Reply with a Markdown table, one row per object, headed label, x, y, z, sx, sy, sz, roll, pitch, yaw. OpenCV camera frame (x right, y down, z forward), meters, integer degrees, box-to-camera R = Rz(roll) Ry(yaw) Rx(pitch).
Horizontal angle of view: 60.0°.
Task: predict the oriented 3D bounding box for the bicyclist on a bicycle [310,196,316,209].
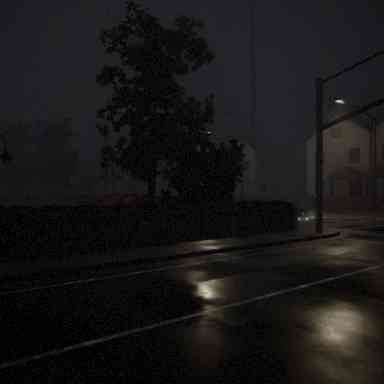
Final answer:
| label | x | y | z | sx | sy | sz | roll | pitch | yaw |
| --- | --- | --- | --- | --- | --- | --- | --- | --- | --- |
| bicyclist on a bicycle | 15.135 | 1.296 | 41.360 | 1.656 | 1.620 | 0.582 | 0 | 0 | -35 |

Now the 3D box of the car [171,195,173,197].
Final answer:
| label | x | y | z | sx | sy | sz | roll | pitch | yaw |
| --- | --- | --- | --- | --- | --- | --- | --- | --- | --- |
| car | -3.588 | 1.347 | 55.255 | 2.097 | 1.767 | 4.553 | 0 | 0 | -35 |

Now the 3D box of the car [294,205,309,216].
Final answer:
| label | x | y | z | sx | sy | sz | roll | pitch | yaw |
| --- | --- | --- | --- | --- | --- | --- | --- | --- | --- |
| car | 8.411 | 1.543 | 31.837 | 2.033 | 1.411 | 5.357 | 0 | 0 | -35 |
